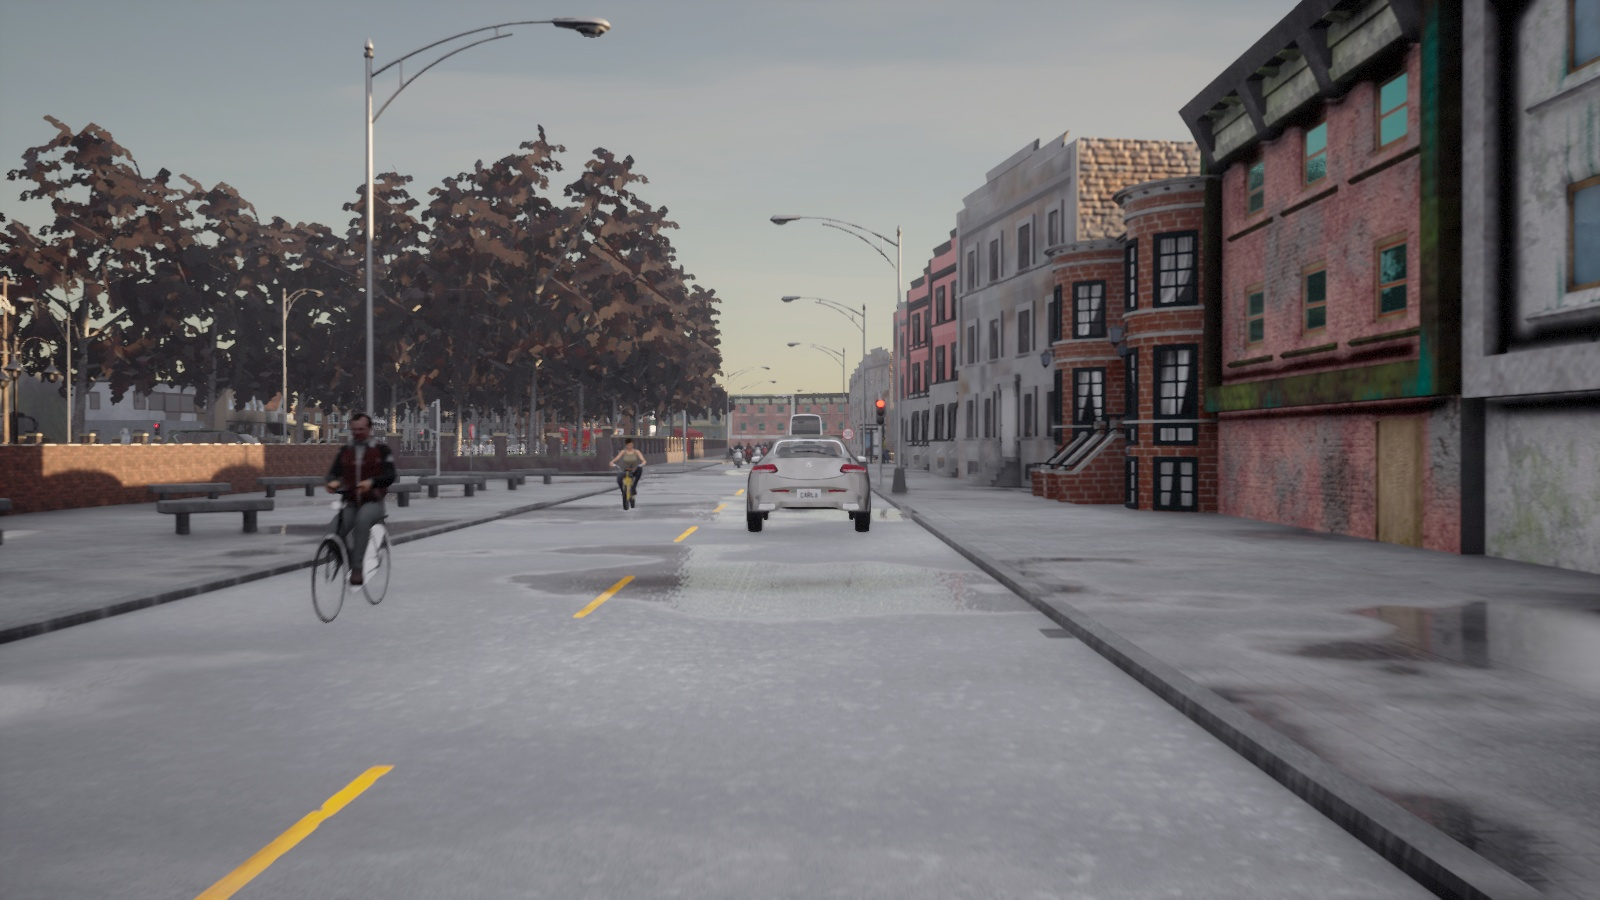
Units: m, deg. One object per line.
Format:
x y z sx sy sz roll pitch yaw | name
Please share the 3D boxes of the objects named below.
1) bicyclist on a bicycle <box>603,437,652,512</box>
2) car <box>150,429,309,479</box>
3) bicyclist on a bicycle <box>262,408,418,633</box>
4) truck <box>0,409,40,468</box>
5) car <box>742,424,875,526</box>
-3.807 0.524 27.780 0.866 1.612 1.509 0 0 0 | bicyclist on a bicycle
-23.419 0.156 51.678 5.566 2.045 2.150 0 0 0 | car
-3.914 0.553 10.837 0.659 1.776 1.843 0 0 0 | bicyclist on a bicycle
-48.903 -0.694 74.620 2.891 3.462 7.936 0 0 -2 | truck
0.155 0.396 22.887 2.152 1.651 5.027 0 0 0 | car
